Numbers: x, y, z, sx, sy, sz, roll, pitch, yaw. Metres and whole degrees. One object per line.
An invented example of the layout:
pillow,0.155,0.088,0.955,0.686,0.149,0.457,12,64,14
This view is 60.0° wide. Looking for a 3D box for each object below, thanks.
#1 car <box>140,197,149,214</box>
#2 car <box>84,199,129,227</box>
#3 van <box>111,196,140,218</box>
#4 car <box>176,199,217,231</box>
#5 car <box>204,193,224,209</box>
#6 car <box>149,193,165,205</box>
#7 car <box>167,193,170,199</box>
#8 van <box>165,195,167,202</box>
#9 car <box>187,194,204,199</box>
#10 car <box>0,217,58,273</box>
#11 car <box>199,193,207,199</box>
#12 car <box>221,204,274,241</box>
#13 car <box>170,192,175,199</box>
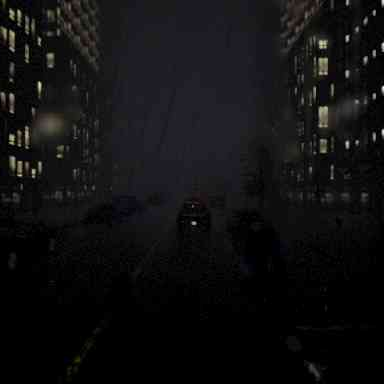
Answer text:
car,-5.680,1.397,33.150,1.802,1.307,4.206,0,0,0
car,-5.682,1.424,21.765,1.887,1.381,4.507,0,0,0
van,-5.680,1.189,27.456,1.690,1.788,3.998,0,0,0
car,0.104,1.383,19.544,2.128,1.511,4.902,0,0,0
car,2.703,1.221,38.824,1.967,1.590,4.097,0,0,0
car,-5.675,1.154,50.224,1.967,1.590,4.097,0,0,0
car,-5.673,1.211,61.610,1.947,1.339,4.313,0,0,0
van,-5.673,1.021,55.917,1.690,1.788,3.998,0,0,0
car,0.108,1.293,37.626,1.837,1.490,4.892,0,0,0
car,-5.685,1.494,10.381,2.008,1.369,4.403,0,0,0
car,2.714,0.946,84.359,1.967,1.590,4.097,0,0,0
car,2.697,1.477,16.058,1.947,1.339,4.313,0,0,0
car,-5.667,1.033,84.207,1.752,1.417,4.829,0,0,0
